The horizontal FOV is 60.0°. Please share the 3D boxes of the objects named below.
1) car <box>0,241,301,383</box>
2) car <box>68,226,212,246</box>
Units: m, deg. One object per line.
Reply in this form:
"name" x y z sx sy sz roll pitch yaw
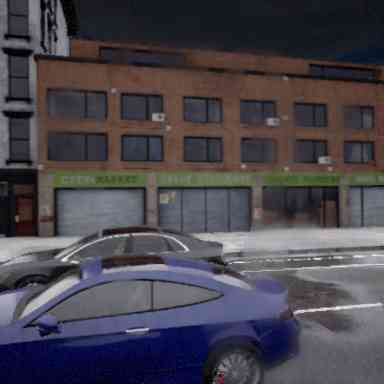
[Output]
"car" -0.991 1.549 4.080 4.674 1.442 1.812 0 0 -13
"car" -1.637 1.544 7.265 4.892 1.490 1.837 0 0 -13
